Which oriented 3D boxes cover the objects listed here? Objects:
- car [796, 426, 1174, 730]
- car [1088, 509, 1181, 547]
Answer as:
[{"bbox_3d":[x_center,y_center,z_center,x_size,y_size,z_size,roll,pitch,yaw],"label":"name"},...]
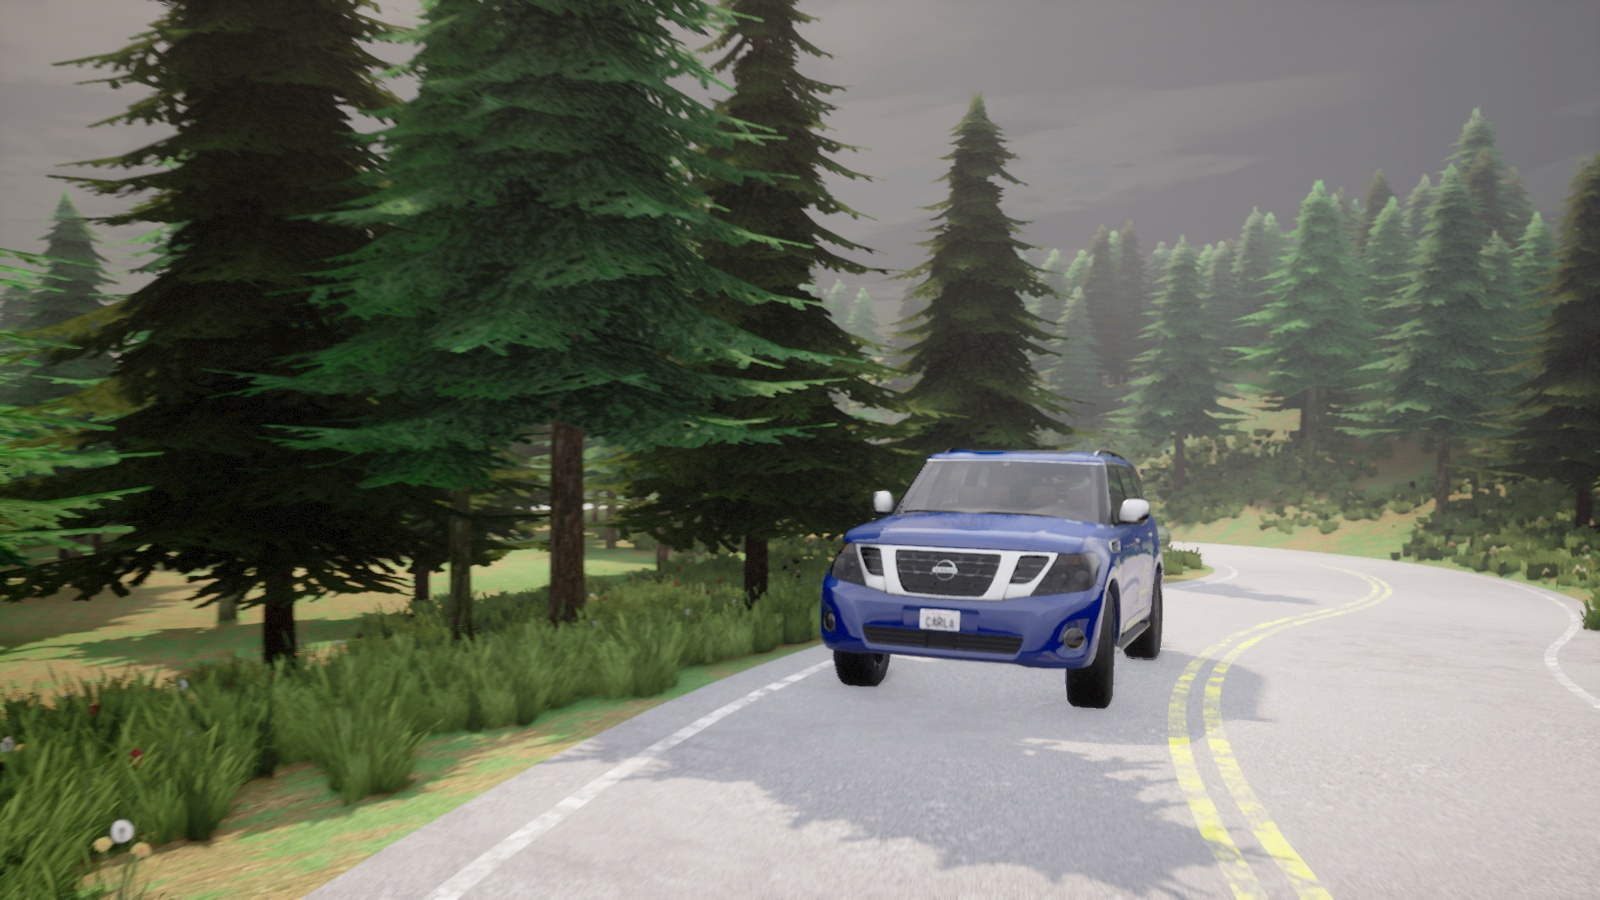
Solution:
[{"bbox_3d":[2.027,0.971,11.497,2.150,2.045,5.566,1,-2,22],"label":"car"},{"bbox_3d":[14.287,3.321,53.896,2.007,1.525,4.514,0,-3,-12],"label":"car"}]
